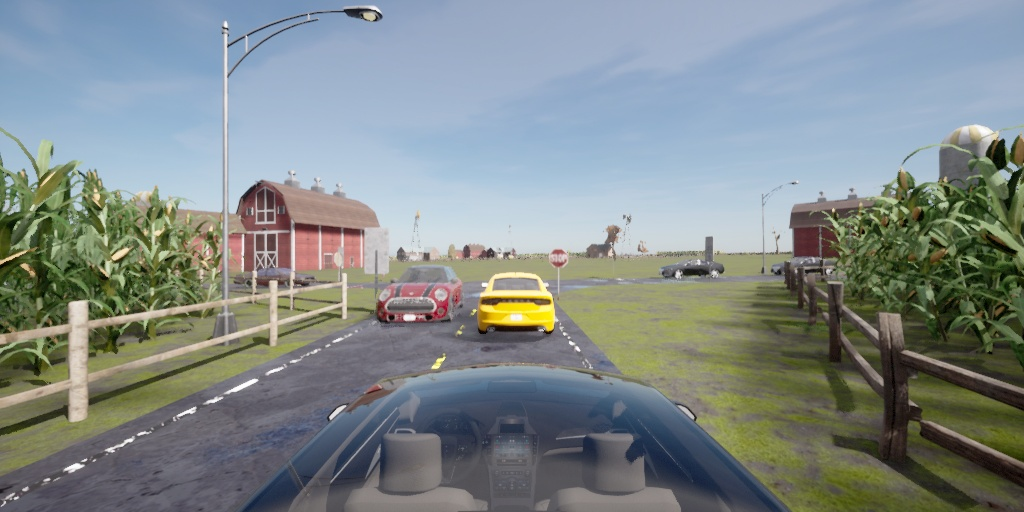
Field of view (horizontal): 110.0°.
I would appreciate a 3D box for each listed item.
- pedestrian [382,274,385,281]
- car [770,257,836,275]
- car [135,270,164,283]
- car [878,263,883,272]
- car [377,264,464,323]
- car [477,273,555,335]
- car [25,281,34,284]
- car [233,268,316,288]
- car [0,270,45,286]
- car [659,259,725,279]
[{"bbox_3d":[-11.190,1.609,31.169,0.500,1.100,0.500,0,0,4],"label":"pedestrian"},{"bbox_3d":[23.545,0.824,29.026,4.902,1.511,2.128,-1,0,-7],"label":"car"},{"bbox_3d":[-28.538,1.658,27.132,5.008,1.535,1.882,-1,-1,9],"label":"car"},{"bbox_3d":[33.537,0.759,30.360,4.718,1.301,1.895,-1,0,-9],"label":"car"},{"bbox_3d":[-2.854,1.099,12.076,2.097,1.767,4.553,0,0,-1],"label":"car"},{"bbox_3d":[0.099,1.225,10.552,1.882,1.535,5.008,0,0,0],"label":"car"},{"bbox_3d":[-42.681,1.903,29.785,4.902,1.511,2.128,-1,-1,13],"label":"car"},{"bbox_3d":[-16.925,1.534,25.734,5.357,1.411,2.033,-1,-1,5],"label":"car"},{"bbox_3d":[-46.703,2.036,33.675,4.674,1.442,1.812,-1,-1,15],"label":"car"},{"bbox_3d":[14.078,0.987,28.216,4.902,1.511,2.128,-1,0,-4],"label":"car"}]
